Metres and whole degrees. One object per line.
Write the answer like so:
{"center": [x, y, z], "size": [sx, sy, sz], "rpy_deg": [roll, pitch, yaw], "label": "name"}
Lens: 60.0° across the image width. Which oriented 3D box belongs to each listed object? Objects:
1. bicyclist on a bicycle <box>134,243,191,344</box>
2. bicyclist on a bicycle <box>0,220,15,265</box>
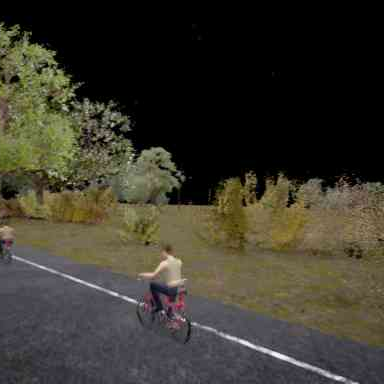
{"center": [-0.523, 1.710, 5.890], "size": [0.866, 1.612, 1.509], "rpy_deg": [4, -4, -44], "label": "bicyclist on a bicycle"}
{"center": [-7.120, 1.881, 12.616], "size": [1.509, 1.612, 0.866], "rpy_deg": [-1, -4, 45], "label": "bicyclist on a bicycle"}
